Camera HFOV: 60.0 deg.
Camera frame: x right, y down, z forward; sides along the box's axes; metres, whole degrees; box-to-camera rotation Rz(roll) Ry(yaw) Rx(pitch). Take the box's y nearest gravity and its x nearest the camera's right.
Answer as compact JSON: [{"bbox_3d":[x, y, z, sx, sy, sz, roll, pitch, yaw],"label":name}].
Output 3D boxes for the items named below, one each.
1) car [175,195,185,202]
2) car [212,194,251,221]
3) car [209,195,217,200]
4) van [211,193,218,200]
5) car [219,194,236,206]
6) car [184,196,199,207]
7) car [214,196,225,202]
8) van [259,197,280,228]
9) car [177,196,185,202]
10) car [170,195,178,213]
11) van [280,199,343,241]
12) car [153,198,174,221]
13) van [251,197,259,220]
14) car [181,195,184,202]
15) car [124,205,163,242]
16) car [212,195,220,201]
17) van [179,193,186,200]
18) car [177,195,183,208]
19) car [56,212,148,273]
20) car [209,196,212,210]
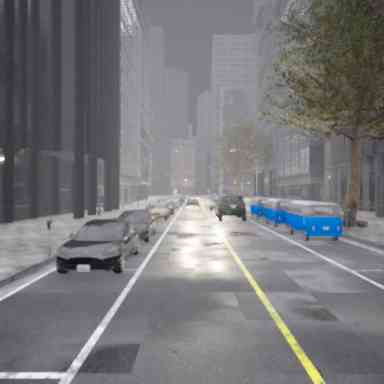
[{"bbox_3d":[-2.616,1.390,72.419,1.967,1.590,4.097,0,0,0],"label":"car"},{"bbox_3d":[3.104,1.206,27.333,2.150,2.045,5.566,0,0,1],"label":"car"},{"bbox_3d":[5.956,1.513,94.878,2.008,1.369,4.403,0,0,0],"label":"car"},{"bbox_3d":[5.944,1.303,89.260,1.690,1.788,3.998,0,0,0],"label":"van"},{"bbox_3d":[5.874,1.285,55.550,2.192,1.841,5.009,0,0,0],"label":"car"},{"bbox_3d":[0.104,1.526,51.806,1.994,1.385,4.181,0,0,0],"label":"car"},{"bbox_3d":[5.909,1.515,72.405,2.008,1.369,4.403,0,0,0],"label":"car"},{"bbox_3d":[5.803,1.330,21.839,1.690,1.788,3.998,0,0,0],"label":"van"},{"bbox_3d":[-2.604,1.531,78.038,1.802,1.307,4.206,0,0,0],"label":"car"},{"bbox_3d":[-2.698,1.407,33.088,1.967,1.590,4.097,0,0,0],"label":"car"},{"bbox_3d":[5.792,1.335,16.221,1.690,1.788,3.998,0,0,0],"label":"van"},{"bbox_3d":[-2.710,1.497,27.300,1.752,1.417,4.829,0,0,0],"label":"car"},{"bbox_3d":[5.815,1.326,27.458,1.690,1.788,3.998,0,0,0],"label":"van"},{"bbox_3d":[-2.663,1.509,49.944,2.008,1.369,4.403,0,0,0],"label":"car"},{"bbox_3d":[-2.733,1.546,16.232,1.947,1.339,4.313,0,0,0],"label":"car"},{"bbox_3d":[5.933,1.488,83.812,1.752,1.417,4.829,0,0,0],"label":"car"},{"bbox_3d":[-2.581,1.289,89.276,1.690,1.788,3.998,0,0,0],"label":"van"},{"bbox_3d":[-2.675,1.512,44.326,2.008,1.369,4.403,0,0,0],"label":"car"},{"bbox_3d":[-2.745,1.551,10.614,1.947,1.339,4.313,0,0,0],"label":"car"},{"bbox_3d":[3.109,1.573,41.691,1.895,1.301,4.718,0,0,1],"label":"car"}]
